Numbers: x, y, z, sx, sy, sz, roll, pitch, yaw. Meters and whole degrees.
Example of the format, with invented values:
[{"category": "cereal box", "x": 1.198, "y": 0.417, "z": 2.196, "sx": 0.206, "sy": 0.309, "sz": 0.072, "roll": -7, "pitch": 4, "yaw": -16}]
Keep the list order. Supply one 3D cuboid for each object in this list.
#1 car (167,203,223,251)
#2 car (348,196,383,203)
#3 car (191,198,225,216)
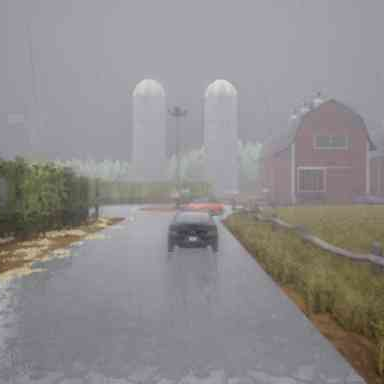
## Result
[{"category": "car", "x": 0.051, "y": 1.446, "z": 13.929, "sx": 1.882, "sy": 1.535, "sz": 5.008, "roll": 0, "pitch": 1, "yaw": 1}, {"category": "car", "x": 22.631, "y": 1.285, "z": 43.204, "sx": 4.674, "sy": 1.442, "sz": 1.812, "roll": 0, "pitch": 0, "yaw": -3}, {"category": "car", "x": 1.204, "y": 1.235, "z": 27.464, "sx": 2.097, "sy": 1.767, "sz": 4.553, "roll": 0, "pitch": 0, "yaw": 19}]
